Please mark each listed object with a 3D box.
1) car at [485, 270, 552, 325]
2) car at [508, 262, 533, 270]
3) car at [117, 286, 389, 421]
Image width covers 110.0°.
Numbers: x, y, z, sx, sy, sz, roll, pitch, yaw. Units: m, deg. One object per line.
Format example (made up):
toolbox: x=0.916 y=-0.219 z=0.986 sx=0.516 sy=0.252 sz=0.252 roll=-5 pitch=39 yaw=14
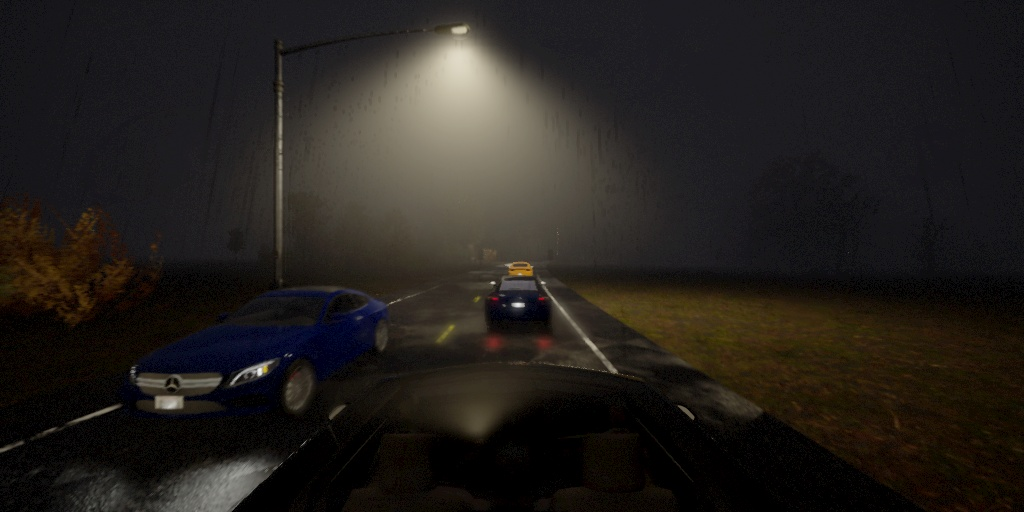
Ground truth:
car: x=0.209 y=1.317 z=11.854 sx=1.994 sy=1.385 sz=4.181 roll=0 pitch=0 yaw=1
car: x=0.718 y=1.234 z=29.469 sx=1.882 sy=1.535 sz=5.008 roll=0 pitch=0 yaw=2
car: x=-3.559 y=1.275 z=6.077 sx=1.812 sy=1.442 sz=4.674 roll=0 pitch=0 yaw=1
